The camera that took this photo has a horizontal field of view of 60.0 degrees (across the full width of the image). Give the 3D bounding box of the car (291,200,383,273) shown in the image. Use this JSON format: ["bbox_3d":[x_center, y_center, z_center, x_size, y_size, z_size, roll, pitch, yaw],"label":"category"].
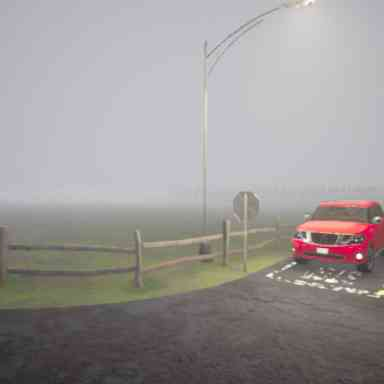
[{"bbox_3d":[5.365,1.338,11.615,2.150,2.045,5.566,0,0,37],"label":"car"}]

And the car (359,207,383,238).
[{"bbox_3d":[11.440,1.730,19.891,1.812,1.442,4.674,0,0,36],"label":"car"}]
